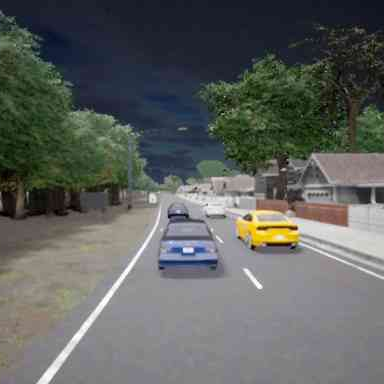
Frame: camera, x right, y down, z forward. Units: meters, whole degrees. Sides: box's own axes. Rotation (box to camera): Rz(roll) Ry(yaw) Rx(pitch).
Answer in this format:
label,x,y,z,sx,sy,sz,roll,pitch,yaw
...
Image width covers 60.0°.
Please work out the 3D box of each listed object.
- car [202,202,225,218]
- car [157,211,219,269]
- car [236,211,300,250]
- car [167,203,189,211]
label,x,y,z,sx,sy,sz,roll,pitch,yaw
car,2.088,1.692,32.437,1.812,1.442,4.674,0,0,-5
car,-0.170,1.623,11.450,2.033,1.411,5.357,0,0,-2
car,3.209,1.567,14.976,1.882,1.535,5.008,0,0,-2
car,-1.373,1.731,31.781,1.994,1.385,4.181,0,0,-4
